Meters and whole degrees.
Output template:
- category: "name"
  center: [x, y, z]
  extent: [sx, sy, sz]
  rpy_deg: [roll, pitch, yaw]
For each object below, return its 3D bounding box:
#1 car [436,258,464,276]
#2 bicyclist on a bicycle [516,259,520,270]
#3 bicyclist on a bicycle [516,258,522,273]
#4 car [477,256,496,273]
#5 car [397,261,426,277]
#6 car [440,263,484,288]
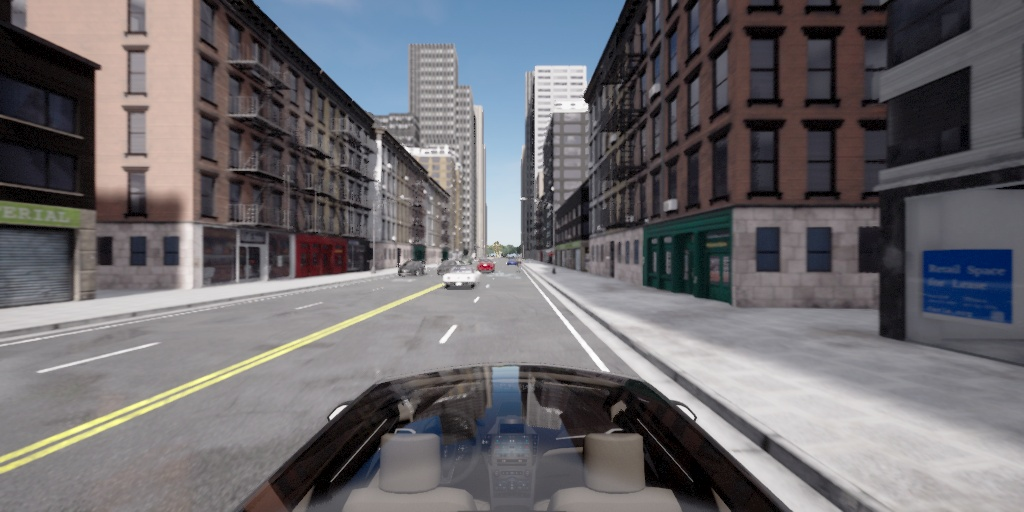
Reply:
- category: "car"
  center: [-6.578, 1.252, 37.436]
  extent: [1.837, 1.490, 4.892]
  rpy_deg: [0, 0, 0]
- category: "bicyclist on a bicycle"
  center: [0.907, 1.201, 52.237]
  extent: [0.582, 1.620, 1.656]
  rpy_deg: [0, 0, 0]
- category: "bicyclist on a bicycle"
  center: [0.905, 1.117, 43.381]
  extent: [0.659, 1.776, 1.843]
  rpy_deg: [0, 0, 0]
- category: "car"
  center: [-3.139, 1.098, 44.123]
  extent: [2.097, 1.767, 4.553]
  rpy_deg: [0, 0, 0]
- category: "car"
  center: [-9.831, 1.252, 35.497]
  extent: [1.837, 1.490, 4.892]
  rpy_deg: [0, 0, 0]
- category: "car"
  center: [-3.144, 1.347, 23.474]
  extent: [1.895, 1.301, 4.718]
  rpy_deg: [0, 0, 0]
